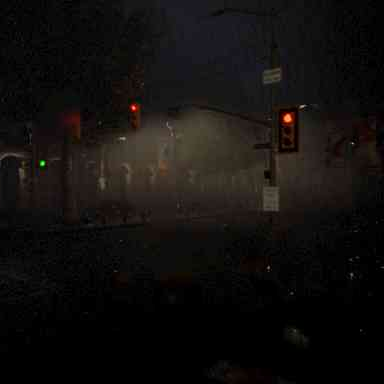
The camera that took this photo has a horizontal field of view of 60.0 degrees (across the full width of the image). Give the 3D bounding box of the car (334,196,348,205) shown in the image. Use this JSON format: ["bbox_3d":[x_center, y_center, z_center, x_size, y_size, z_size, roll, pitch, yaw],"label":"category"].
[{"bbox_3d":[25.715,1.461,57.615,1.812,1.442,4.674,0,0,36],"label":"car"}]

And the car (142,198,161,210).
[{"bbox_3d":[-5.250,1.442,40.090,1.895,1.301,4.718,0,0,36],"label":"car"}]

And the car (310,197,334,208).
[{"bbox_3d":[18.224,1.411,47.233,1.882,1.535,5.008,0,0,36],"label":"car"}]

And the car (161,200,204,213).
[{"bbox_3d":[-0.736,1.486,34.981,1.895,1.301,4.718,0,0,36],"label":"car"}]

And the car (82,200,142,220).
[{"bbox_3d":[-6.574,1.409,26.862,1.812,1.442,4.674,0,0,36],"label":"car"}]

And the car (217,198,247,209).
[{"bbox_3d":[5.278,1.433,43.301,2.033,1.411,5.357,0,0,36],"label":"car"}]
